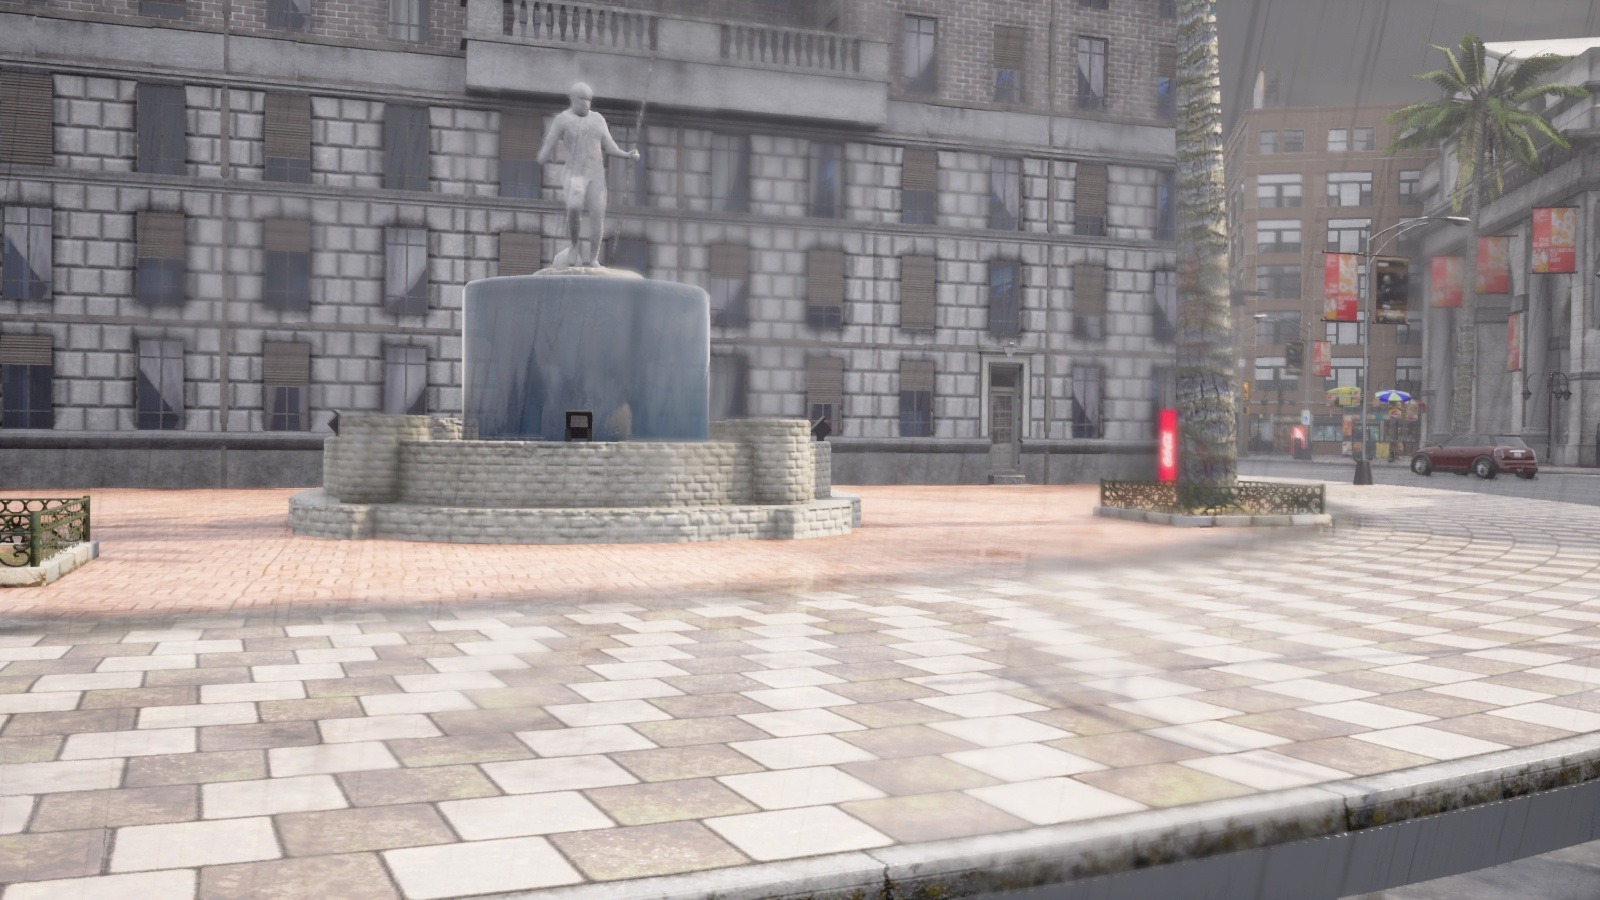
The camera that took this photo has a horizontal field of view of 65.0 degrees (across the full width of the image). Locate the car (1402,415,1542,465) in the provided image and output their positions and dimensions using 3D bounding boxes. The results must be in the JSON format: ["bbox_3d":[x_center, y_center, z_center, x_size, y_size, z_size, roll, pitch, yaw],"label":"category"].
[{"bbox_3d":[25.326,-0.390,47.538,2.097,1.767,4.553,-1,1,-16],"label":"car"}]
